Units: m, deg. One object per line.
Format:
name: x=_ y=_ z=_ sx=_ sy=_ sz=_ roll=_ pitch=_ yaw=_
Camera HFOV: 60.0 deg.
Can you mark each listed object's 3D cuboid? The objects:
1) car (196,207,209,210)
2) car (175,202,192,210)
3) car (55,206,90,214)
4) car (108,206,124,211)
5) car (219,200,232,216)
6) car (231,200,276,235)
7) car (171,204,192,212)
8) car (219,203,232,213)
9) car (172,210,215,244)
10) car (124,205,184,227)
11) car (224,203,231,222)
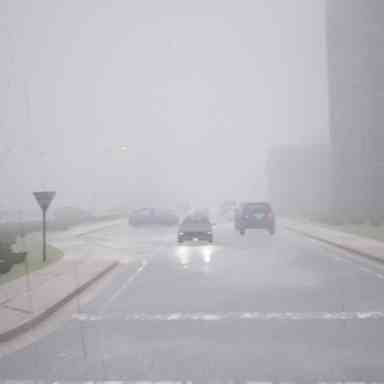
car: x=1.328 y=2.578 z=42.249 sx=1.895 sy=1.301 sz=4.718 roll=-2 pitch=-1 yaw=3
car: x=-2.183 y=2.661 z=54.131 sx=3.866 sy=1.878 sz=1.905 roll=-2 pitch=-1 yaw=3
car: x=-15.916 y=2.784 z=44.597 sx=4.605 sy=1.855 sz=1.932 roll=-2 pitch=-1 yaw=3
car: x=-14.990 y=3.502 z=67.048 sx=3.905 sy=1.438 sz=1.784 roll=-2 pitch=-1 yaw=3
car: x=5.037 y=2.159 z=44.638 sx=2.150 sy=2.045 sz=5.566 roll=-2 pitch=-1 yaw=3
car: x=4.117 y=1.658 z=22.363 sx=2.150 sy=2.045 sz=5.566 roll=-2 pitch=-1 yaw=3
car: x=-2.086 y=3.170 z=67.617 sx=4.193 sy=1.474 sz=1.816 roll=-2 pitch=-1 yaw=3
car: x=5.431 y=2.646 z=54.796 sx=1.882 sy=1.535 sz=5.008 roll=-2 pitch=-1 yaw=2
car: x=0.279 y=2.000 z=18.926 sx=2.033 sy=1.411 sz=5.357 roll=-2 pitch=-1 yaw=2
car: x=-3.364 y=2.287 z=29.956 sx=4.611 sy=1.667 sz=2.242 roll=-2 pitch=-1 yaw=3
car: x=4.624 y=2.232 z=34.382 sx=1.812 sy=1.442 sz=4.674 roll=-2 pitch=-1 yaw=2
